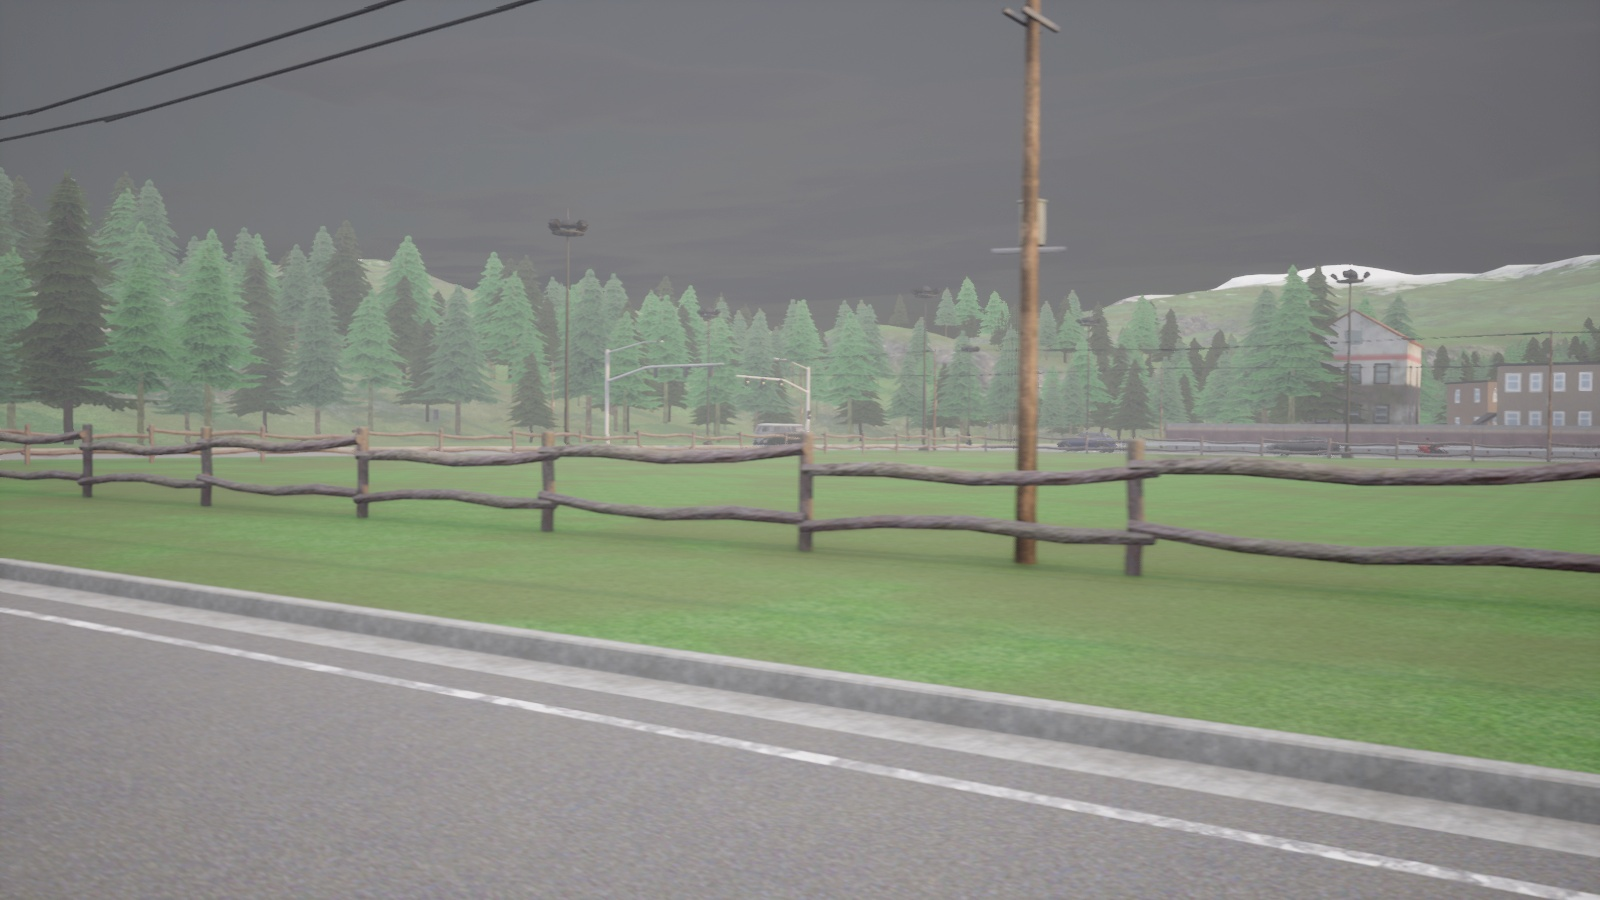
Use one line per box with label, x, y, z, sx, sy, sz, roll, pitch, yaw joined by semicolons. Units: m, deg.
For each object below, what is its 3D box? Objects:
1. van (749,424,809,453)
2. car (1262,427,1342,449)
van;-1.453;-0.819;87.905;1.775;1.987;4.442;0;1;38
car;35.198;-0.830;88.071;4.892;1.490;1.837;0;1;34
